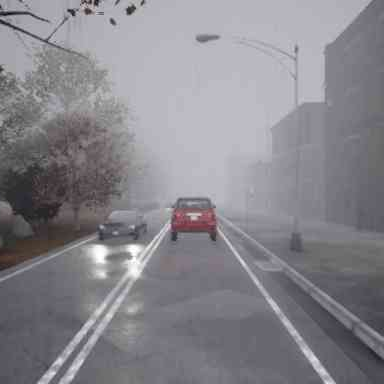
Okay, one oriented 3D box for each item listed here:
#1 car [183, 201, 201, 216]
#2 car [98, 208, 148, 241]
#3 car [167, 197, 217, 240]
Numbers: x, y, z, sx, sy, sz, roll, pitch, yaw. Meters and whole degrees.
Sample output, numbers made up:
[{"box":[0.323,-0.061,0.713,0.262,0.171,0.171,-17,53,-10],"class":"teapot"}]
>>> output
[{"box":[0.032,1.728,35.674,1.812,1.442,4.674,0,-1,0],"class":"car"},{"box":[-3.366,1.555,16.938,1.812,1.442,4.674,0,0,0],"class":"car"},{"box":[0.084,1.253,17.382,2.150,2.045,5.566,0,0,0],"class":"car"}]
